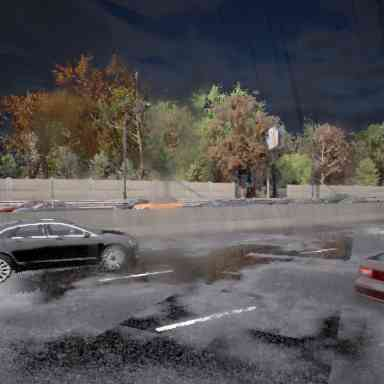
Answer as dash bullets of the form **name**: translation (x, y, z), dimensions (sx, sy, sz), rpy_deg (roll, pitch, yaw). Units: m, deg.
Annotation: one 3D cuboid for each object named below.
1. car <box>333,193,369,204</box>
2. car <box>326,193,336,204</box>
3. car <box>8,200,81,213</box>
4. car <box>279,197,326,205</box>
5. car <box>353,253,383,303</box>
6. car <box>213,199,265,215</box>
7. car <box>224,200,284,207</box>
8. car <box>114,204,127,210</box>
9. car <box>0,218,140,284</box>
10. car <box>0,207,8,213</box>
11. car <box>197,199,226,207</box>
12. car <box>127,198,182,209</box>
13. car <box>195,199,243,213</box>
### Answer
- **car**: translation (21.899, 1.358, 45.103), dimensions (4.553, 1.767, 2.097), rpy_deg (0, 0, -30)
- **car**: translation (20.919, 1.228, 48.582), dimensions (5.566, 2.045, 2.150), rpy_deg (0, 0, -30)
- **car**: translation (-11.169, 1.492, 25.687), dimensions (4.902, 1.511, 2.128), rpy_deg (0, 0, -30)
- **car**: translation (13.388, 1.493, 40.107), dimensions (4.902, 1.511, 2.128), rpy_deg (0, 0, -30)
- **car**: translation (5.685, 1.546, 6.940), dimensions (5.357, 1.411, 2.033), rpy_deg (0, 0, -30)
- **car**: translation (4.991, 1.548, 35.177), dimensions (5.357, 1.411, 2.033), rpy_deg (0, 0, -31)
- **car**: translation (5.076, 1.563, 27.110), dimensions (4.181, 1.385, 1.994), rpy_deg (0, 0, -30)
- **car**: translation (-5.301, 1.505, 33.188), dimensions (4.892, 1.490, 1.837), rpy_deg (0, 0, -30)
- **car**: translation (-3.936, 1.490, 9.410), dimensions (4.902, 1.511, 2.128), rpy_deg (0, 0, -30)
- **car**: translation (-13.666, 1.478, 28.282), dimensions (5.008, 1.535, 1.882), rpy_deg (0, 0, -30)
- **car**: translation (2.595, 1.547, 29.707), dimensions (5.357, 1.411, 2.033), rpy_deg (0, 0, -30)
- **car**: translation (-3.192, 1.352, 30.371), dimensions (4.553, 1.767, 2.097), rpy_deg (0, 0, -30)
- **car**: translation (3.128, 1.548, 38.148), dimensions (5.357, 1.411, 2.033), rpy_deg (0, 0, -30)
